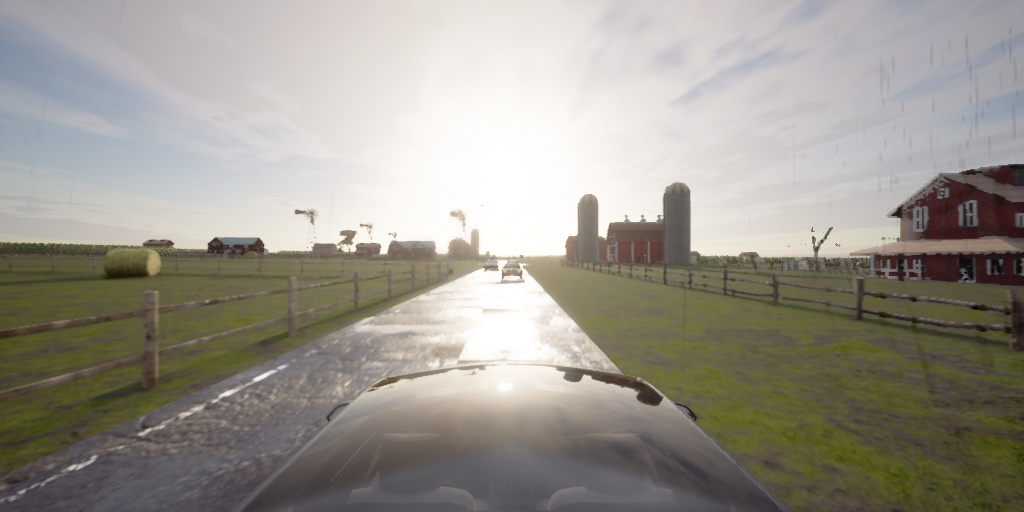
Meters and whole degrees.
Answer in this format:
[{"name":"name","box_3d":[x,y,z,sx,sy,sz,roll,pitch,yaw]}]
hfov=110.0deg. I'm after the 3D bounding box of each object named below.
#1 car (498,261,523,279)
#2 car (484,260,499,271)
[{"name":"car","box_3d":[0.006,1.351,32.282,1.895,1.301,4.718,0,0,0]},{"name":"car","box_3d":[-2.757,1.251,49.544,1.882,1.535,5.008,0,0,0]}]
